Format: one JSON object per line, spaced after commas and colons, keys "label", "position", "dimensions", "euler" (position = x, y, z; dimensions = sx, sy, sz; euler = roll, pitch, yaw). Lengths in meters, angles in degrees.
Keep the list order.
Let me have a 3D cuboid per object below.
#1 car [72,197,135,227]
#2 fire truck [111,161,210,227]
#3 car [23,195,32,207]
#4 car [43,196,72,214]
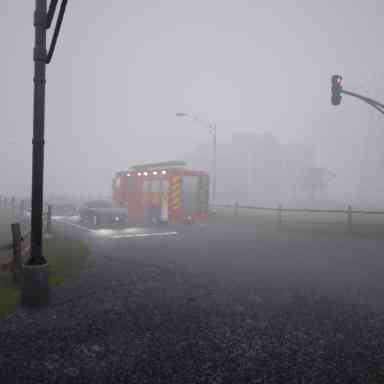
{"label": "car", "position": [-5.596, 1.218, 20.557], "dimensions": [1.837, 1.490, 4.892], "euler": [1, 0, -35]}
{"label": "fire truck", "position": [-2.453, 0.127, 22.402], "dimensions": [2.891, 3.827, 8.468], "euler": [1, 0, -35]}
{"label": "car", "position": [-17.793, 1.037, 37.770], "dimensions": [1.895, 1.301, 4.718], "euler": [1, 0, -35]}
{"label": "car", "position": [-11.614, 1.054, 29.049], "dimensions": [1.882, 1.535, 5.008], "euler": [1, 0, -35]}
